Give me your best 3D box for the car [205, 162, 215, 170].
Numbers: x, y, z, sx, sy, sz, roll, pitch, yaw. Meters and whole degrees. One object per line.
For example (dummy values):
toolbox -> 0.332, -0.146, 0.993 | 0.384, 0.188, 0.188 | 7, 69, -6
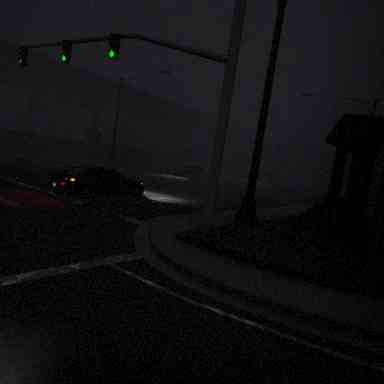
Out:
car -> 4.300, -6.190, 79.101 | 2.038, 1.542, 4.974 | 8, 6, 0

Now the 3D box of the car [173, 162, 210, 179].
car -> -0.165, -2.416, 38.502 | 1.837, 1.490, 4.892 | 13, 8, 36

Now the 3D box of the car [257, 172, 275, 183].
car -> 11.789, -2.475, 54.301 | 2.097, 1.767, 4.553 | 13, 8, 36

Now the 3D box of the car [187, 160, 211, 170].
car -> 1.550, -6.198, 75.404 | 4.974, 1.542, 2.038 | 7, 6, -10

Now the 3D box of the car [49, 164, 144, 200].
car -> -4.274, -0.521, 15.596 | 1.812, 1.442, 4.674 | 13, 8, 36

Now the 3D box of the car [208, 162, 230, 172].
car -> 6.890, -6.321, 83.865 | 4.974, 1.542, 2.038 | 6, 7, -25

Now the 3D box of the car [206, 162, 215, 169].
car -> 4.323, -6.351, 79.136 | 1.853, 1.218, 4.536 | 8, 6, 0

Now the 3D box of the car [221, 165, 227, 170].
car -> 6.867, -6.480, 83.827 | 4.536, 1.218, 1.853 | 6, 7, -25

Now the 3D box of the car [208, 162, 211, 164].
car -> 1.522, -6.360, 75.378 | 4.536, 1.218, 1.853 | 7, 6, -10
